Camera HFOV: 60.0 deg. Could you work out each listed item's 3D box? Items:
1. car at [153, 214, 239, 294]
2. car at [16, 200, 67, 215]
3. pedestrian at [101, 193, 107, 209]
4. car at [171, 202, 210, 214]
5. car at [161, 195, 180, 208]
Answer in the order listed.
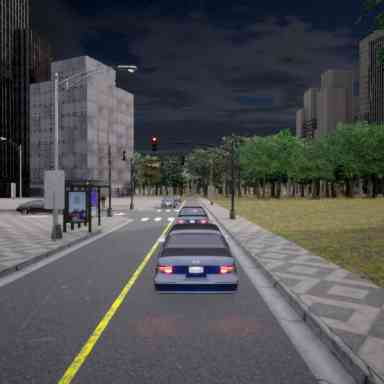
[{"bbox_3d":[0.080,1.545,8.918,2.033,1.411,5.357,0,0,0],"label":"car"},{"bbox_3d":[-14.397,1.477,31.991,4.674,1.442,1.812,0,1,2],"label":"car"},{"bbox_3d":[-10.141,1.050,38.105,0.375,1.860,0.375,0,0,1],"label":"pedestrian"},{"bbox_3d":[0.049,1.538,19.253,2.033,1.411,5.357,0,0,1],"label":"car"},{"bbox_3d":[-3.166,1.445,46.094,2.128,1.511,4.902,0,0,0],"label":"car"}]
